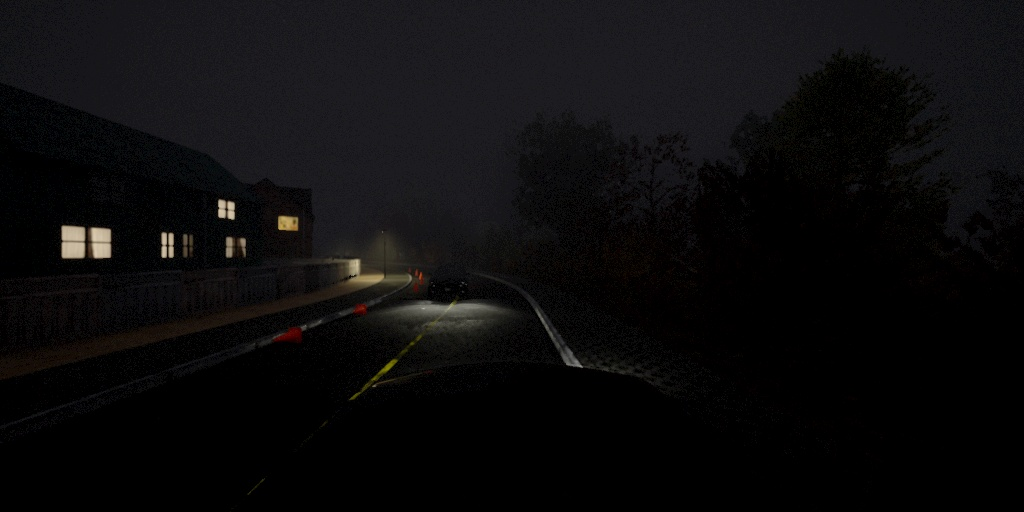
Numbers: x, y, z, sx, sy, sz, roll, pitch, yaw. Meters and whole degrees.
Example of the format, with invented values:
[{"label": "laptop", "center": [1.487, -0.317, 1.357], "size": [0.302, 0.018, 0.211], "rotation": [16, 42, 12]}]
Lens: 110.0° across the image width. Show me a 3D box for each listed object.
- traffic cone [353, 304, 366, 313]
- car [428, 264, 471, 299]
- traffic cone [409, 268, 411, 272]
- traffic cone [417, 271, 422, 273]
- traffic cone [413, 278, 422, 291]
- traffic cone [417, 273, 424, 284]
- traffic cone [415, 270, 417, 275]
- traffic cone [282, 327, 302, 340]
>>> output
[{"label": "traffic cone", "center": [-5.117, 1.528, 12.175], "size": [0.340, 0.580, 0.340], "rotation": [0, 0, -2]}, {"label": "car", "center": [-3.150, 1.210, 18.419], "size": [1.882, 1.535, 5.008], "rotation": [0, 0, -7]}, {"label": "traffic cone", "center": [-11.010, 1.475, 38.640], "size": [0.340, 0.580, 0.340], "rotation": [0, 0, -26]}, {"label": "traffic cone", "center": [-7.514, 1.604, 29.691], "size": [0.340, 0.580, 0.340], "rotation": [0, 0, -17]}, {"label": "traffic cone", "center": [-5.438, 1.679, 20.312], "size": [0.340, 0.580, 0.340], "rotation": [0, 0, -8]}, {"label": "traffic cone", "center": [-6.294, 1.648, 25.042], "size": [0.340, 0.580, 0.340], "rotation": [0, 0, -12]}, {"label": "traffic cone", "center": [-9.089, 1.546, 34.233], "size": [0.340, 0.580, 0.340], "rotation": [0, 0, -21]}, {"label": "traffic cone", "center": [-4.995, 1.530, 8.266], "size": [0.340, 0.580, 0.340], "rotation": [0, 0, -18]}]
